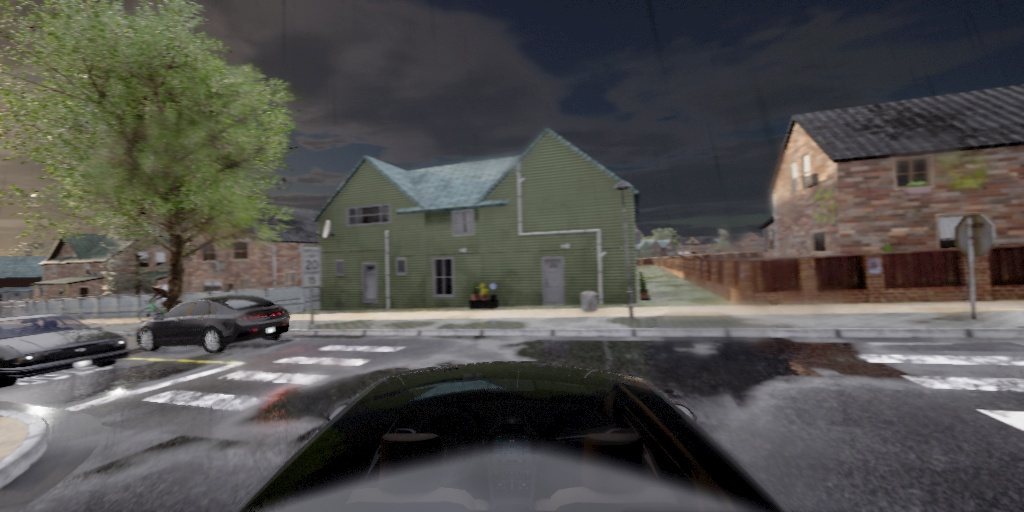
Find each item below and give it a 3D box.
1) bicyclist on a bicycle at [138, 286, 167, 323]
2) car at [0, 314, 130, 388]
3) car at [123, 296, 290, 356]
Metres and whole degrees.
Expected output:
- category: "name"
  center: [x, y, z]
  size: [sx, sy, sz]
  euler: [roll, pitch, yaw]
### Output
- category: "bicyclist on a bicycle"
  center: [-16.071, 2.163, 16.415]
  size: [0.582, 1.620, 1.656]
  euler: [-2, 2, 19]
- category: "car"
  center: [-12.130, 2.201, 8.893]
  size: [5.357, 1.411, 2.033]
  euler: [-4, -2, 19]
- category: "car"
  center: [-9.142, 2.023, 10.985]
  size: [4.892, 1.490, 1.837]
  euler: [-4, -2, 19]
